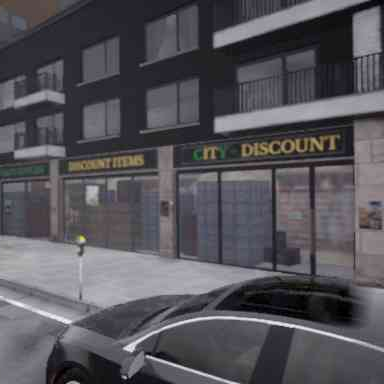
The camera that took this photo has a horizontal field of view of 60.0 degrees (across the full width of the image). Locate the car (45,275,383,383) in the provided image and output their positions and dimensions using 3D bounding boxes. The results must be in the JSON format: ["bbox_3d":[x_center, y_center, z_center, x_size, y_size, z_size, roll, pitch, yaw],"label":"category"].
[{"bbox_3d":[0.727,1.514,2.761,4.892,1.490,1.837,-1,0,36],"label":"car"}]
